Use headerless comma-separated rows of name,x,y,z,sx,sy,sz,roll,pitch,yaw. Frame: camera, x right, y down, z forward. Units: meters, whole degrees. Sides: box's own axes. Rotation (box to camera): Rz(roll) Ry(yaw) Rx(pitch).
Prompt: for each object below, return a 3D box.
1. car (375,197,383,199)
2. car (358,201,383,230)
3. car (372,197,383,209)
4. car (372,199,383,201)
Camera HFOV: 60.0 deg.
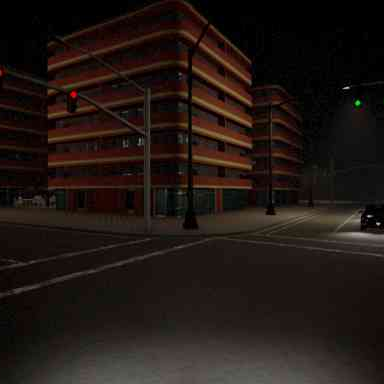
car,21.451,1.479,37.897,2.128,1.511,4.902,0,0,30
car,11.505,1.513,20.494,1.837,1.490,4.892,0,0,30
car,26.564,1.468,46.817,2.128,1.511,4.902,0,0,30
car,16.453,1.562,29.154,1.994,1.385,4.181,0,0,30
